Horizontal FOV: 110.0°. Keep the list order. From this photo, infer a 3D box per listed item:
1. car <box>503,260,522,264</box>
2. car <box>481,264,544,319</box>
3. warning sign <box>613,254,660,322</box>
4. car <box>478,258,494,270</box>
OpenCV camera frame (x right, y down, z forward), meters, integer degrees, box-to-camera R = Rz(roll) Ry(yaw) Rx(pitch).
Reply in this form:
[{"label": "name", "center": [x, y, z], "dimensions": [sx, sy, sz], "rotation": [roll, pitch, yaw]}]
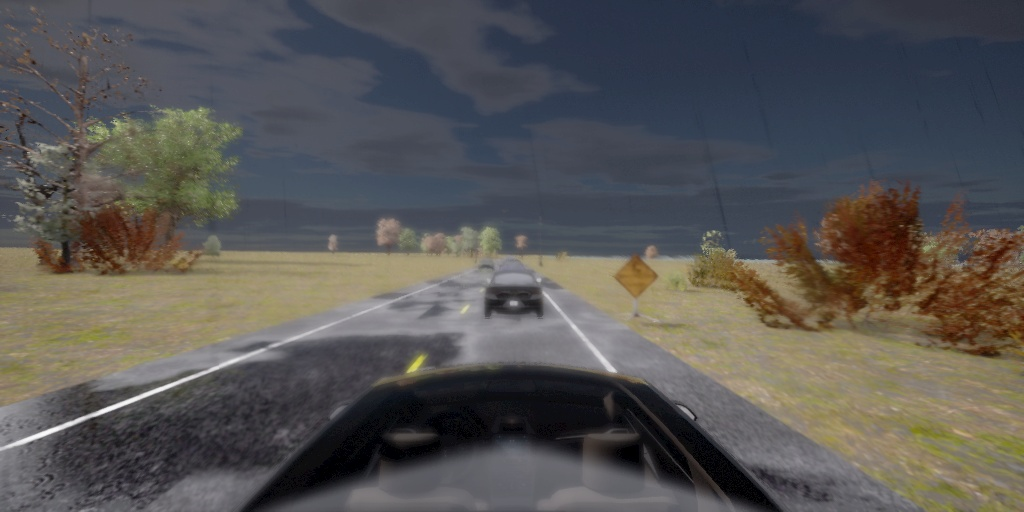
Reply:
[{"label": "car", "center": [0.062, 1.086, 27.531], "dimensions": [2.097, 1.767, 4.553], "rotation": [0, 0, 0]}, {"label": "car", "center": [0.068, 1.221, 12.905], "dimensions": [1.882, 1.535, 5.008], "rotation": [0, 0, 0]}, {"label": "warning sign", "center": [3.547, 0.860, 10.234], "dimensions": [1.300, 1.860, 1.060], "rotation": [0, 0, 0]}, {"label": "car", "center": [-3.591, 1.078, 50.816], "dimensions": [2.097, 1.767, 4.553], "rotation": [0, 0, 0]}]
